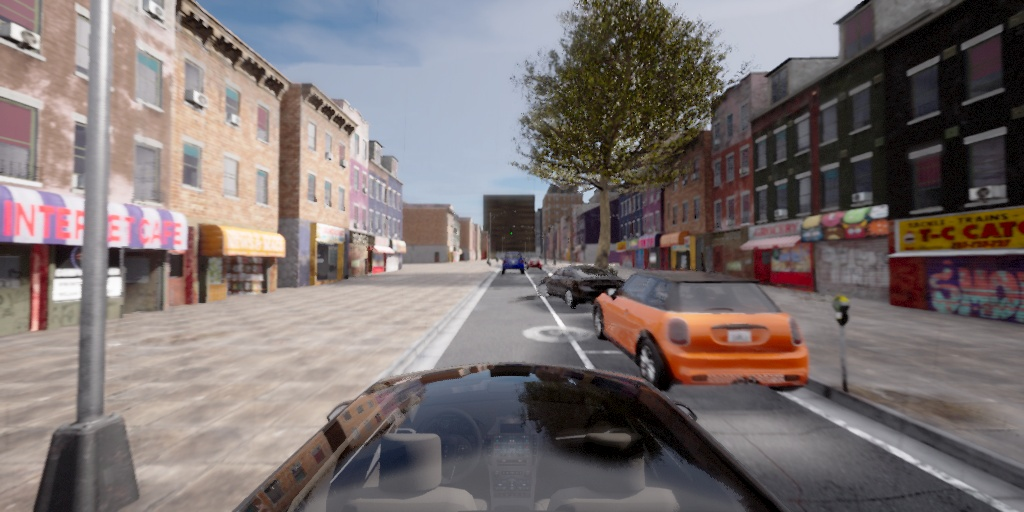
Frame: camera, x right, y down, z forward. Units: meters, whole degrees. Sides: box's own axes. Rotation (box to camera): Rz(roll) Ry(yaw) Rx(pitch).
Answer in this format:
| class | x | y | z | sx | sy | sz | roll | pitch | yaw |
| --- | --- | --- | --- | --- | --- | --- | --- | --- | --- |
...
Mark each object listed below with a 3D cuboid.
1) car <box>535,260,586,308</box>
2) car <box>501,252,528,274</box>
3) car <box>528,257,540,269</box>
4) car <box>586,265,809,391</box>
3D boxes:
| class | x | y | z | sx | sy | sz | roll | pitch | yaw |
| --- | --- | --- | --- | --- | --- | --- | --- | --- | --- |
| car | 2.649 | 1.097 | 14.497 | 1.882 | 1.535 | 5.008 | 0 | 1 | -12 |
| car | 0.086 | 0.657 | 35.308 | 2.150 | 2.045 | 5.566 | 0 | 0 | -1 |
| car | 2.634 | 0.816 | 43.645 | 1.967 | 1.591 | 4.097 | 0 | 0 | 0 |
| car | 2.987 | 1.049 | 6.829 | 2.097 | 1.767 | 4.553 | 0 | 1 | 0 |
